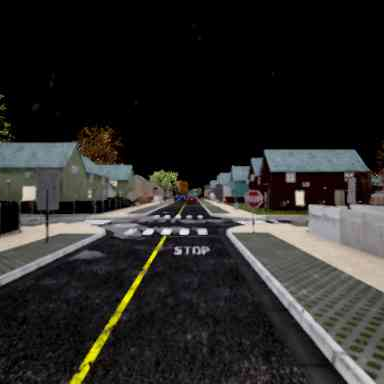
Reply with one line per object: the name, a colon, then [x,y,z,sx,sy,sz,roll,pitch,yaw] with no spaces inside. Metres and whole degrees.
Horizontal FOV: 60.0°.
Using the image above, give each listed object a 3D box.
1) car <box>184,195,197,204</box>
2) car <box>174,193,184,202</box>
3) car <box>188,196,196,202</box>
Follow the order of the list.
car: [0.017,1.604,69.112,2.097,1.767,4.553,0,0,0]
car: [-2.731,1.129,73.290,2.150,2.045,5.566,0,0,0]
car: [0.020,1.695,79.147,1.812,1.442,4.674,0,0,0]
